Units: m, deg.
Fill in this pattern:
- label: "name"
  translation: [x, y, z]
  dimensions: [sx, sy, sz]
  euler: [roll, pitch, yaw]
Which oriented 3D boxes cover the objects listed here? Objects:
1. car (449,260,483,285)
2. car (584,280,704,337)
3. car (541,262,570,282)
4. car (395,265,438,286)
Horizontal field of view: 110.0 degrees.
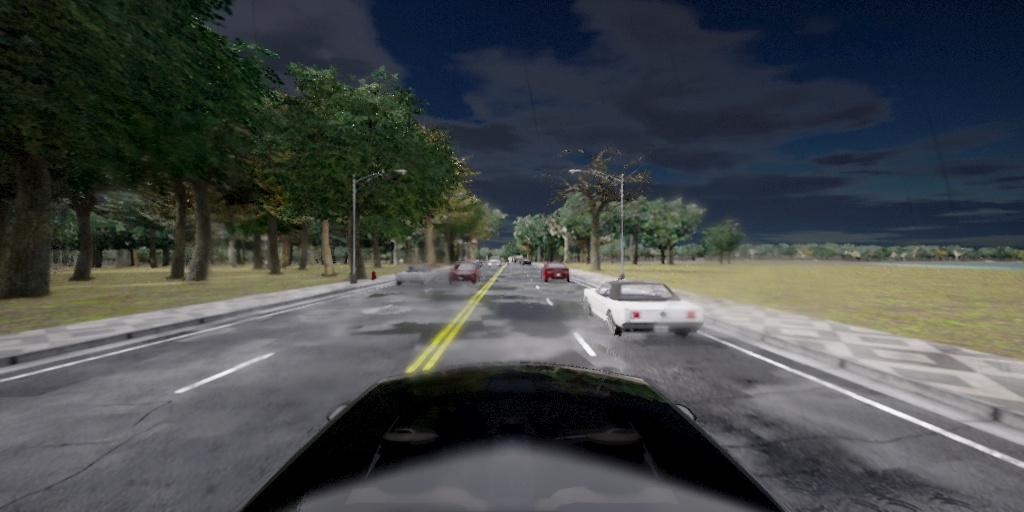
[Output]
- label: "car"
  translation: [-3.336, 1.213, 25.987]
  dimensions: [1.882, 1.535, 5.008]
  euler: [0, 0, 0]
- label: "car"
  translation: [3.351, 1.340, 10.216]
  dimensions: [1.895, 1.301, 4.718]
  euler: [0, 0, 0]
- label: "car"
  translation: [3.361, 1.217, 28.458]
  dimensions: [1.882, 1.535, 5.008]
  euler: [0, 0, 0]
- label: "car"
  translation: [-6.588, 1.334, 25.019]
  dimensions: [1.895, 1.301, 4.718]
  euler: [0, 0, 0]
